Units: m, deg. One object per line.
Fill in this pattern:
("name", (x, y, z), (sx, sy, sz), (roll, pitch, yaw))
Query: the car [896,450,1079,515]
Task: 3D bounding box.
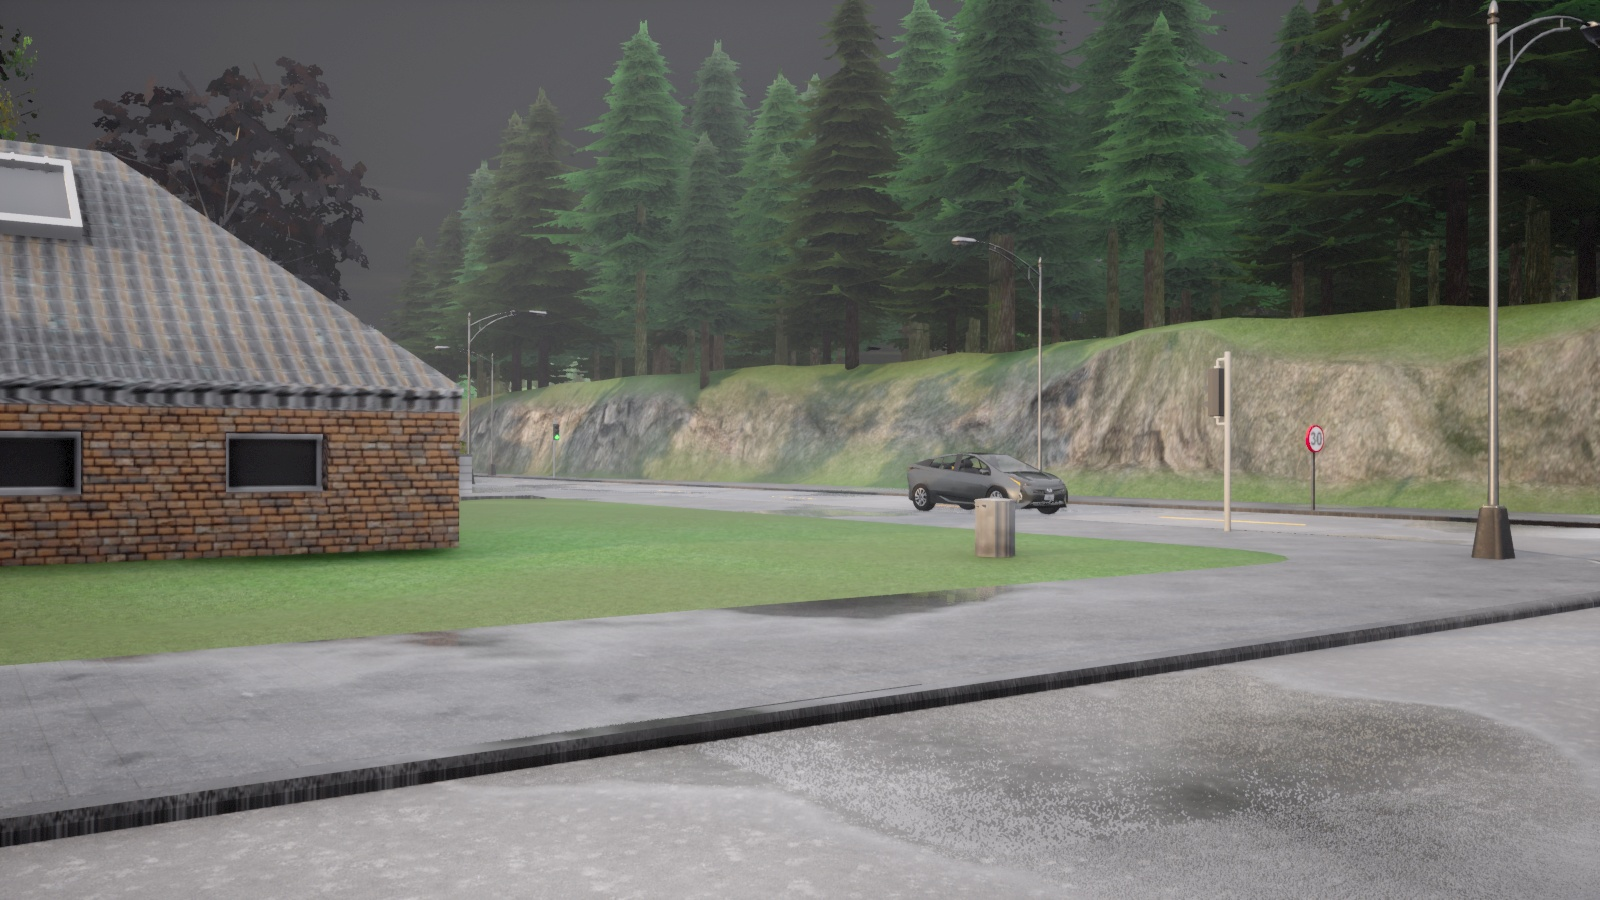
("car", (4.616, 0.759, 31.520), (2.007, 1.525, 4.514), (0, 0, -35))
